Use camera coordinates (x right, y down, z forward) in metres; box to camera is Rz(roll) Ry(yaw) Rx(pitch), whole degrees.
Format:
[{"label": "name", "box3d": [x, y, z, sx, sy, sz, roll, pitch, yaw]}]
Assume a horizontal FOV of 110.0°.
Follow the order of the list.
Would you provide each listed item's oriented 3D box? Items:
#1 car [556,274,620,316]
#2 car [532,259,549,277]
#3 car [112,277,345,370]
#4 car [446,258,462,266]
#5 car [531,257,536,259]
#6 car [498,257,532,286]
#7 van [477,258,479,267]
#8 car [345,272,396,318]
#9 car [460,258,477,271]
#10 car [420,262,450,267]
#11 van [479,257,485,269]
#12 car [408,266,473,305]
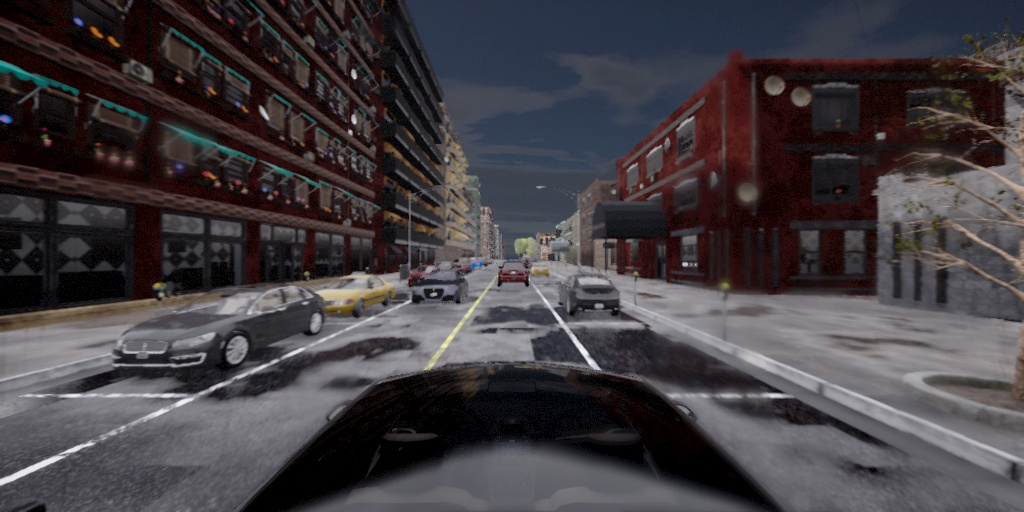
[{"label": "car", "box3d": [2.689, 1.306, 13.245, 2.007, 1.370, 4.403, 0, 0, 0]}, {"label": "car", "box3d": [2.685, 1.301, 35.572, 1.751, 1.417, 4.829, 0, 0, 0]}, {"label": "car", "box3d": [-5.692, 1.303, 7.704, 2.007, 1.370, 4.403, 0, 0, 0]}, {"label": "car", "box3d": [-5.695, 1.209, 29.861, 1.967, 1.591, 4.097, 0, 0, 0]}, {"label": "car", "box3d": [2.684, 1.114, 52.019, 2.192, 1.841, 5.009, 0, 0, 0]}, {"label": "car", "box3d": [0.093, 1.118, 25.797, 2.097, 1.767, 4.553, 0, 0, 0]}, {"label": "van", "box3d": [-5.697, 1.130, 46.480, 1.690, 1.789, 3.998, 0, 0, 0]}, {"label": "car", "box3d": [-5.692, 1.281, 13.074, 1.751, 1.417, 4.829, 0, 0, 0]}, {"label": "car", "box3d": [-5.696, 1.096, 40.940, 2.192, 1.841, 5.009, 0, 0, 0]}, {"label": "car", "box3d": [-5.694, 1.309, 24.323, 1.888, 1.381, 4.507, 0, 0, 0]}, {"label": "van", "box3d": [-5.698, 1.149, 57.557, 1.690, 1.789, 3.998, 0, 0, 0]}, {"label": "car", "box3d": [-3.077, 1.322, 16.084, 1.994, 1.385, 4.181, 0, 0, 0]}]
